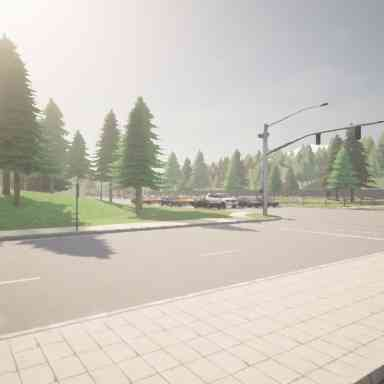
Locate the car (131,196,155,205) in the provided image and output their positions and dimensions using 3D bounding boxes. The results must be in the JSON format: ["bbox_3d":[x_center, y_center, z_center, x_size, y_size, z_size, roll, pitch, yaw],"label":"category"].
[{"bbox_3d":[-9.288,1.547,60.312,2.033,1.411,5.357,0,0,-36],"label":"car"}]

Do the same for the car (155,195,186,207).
[{"bbox_3d":[-3.420,1.505,51.930,1.837,1.490,4.892,0,0,-35],"label":"car"}]

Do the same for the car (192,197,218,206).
[{"bbox_3d":[2.170,1.601,56.162,1.895,1.301,4.718,0,0,-35],"label":"car"}]

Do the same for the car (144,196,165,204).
[{"bbox_3d":[-7.154,1.478,63.387,1.882,1.535,5.008,0,0,-35],"label":"car"}]

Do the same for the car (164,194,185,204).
[{"bbox_3d":[-3.402,1.352,64.142,2.097,1.767,4.553,0,0,-35],"label":"car"}]

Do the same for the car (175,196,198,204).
[{"bbox_3d":[-1.143,1.547,67.058,2.033,1.411,5.357,0,0,-34],"label":"car"}]

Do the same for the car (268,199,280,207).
[{"bbox_3d":[10.608,1.547,50.244,2.033,1.411,5.357,0,0,-35],"label":"car"}]

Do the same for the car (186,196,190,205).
[{"bbox_3d":[-1.489,1.478,55.273,1.882,1.535,5.008,0,0,-35],"label":"car"}]

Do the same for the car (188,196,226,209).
[{"bbox_3d":[1.937,1.601,44.308,1.895,1.301,4.718,0,0,-35],"label":"car"}]

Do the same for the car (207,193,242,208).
[{"bbox_3d":[4.124,1.221,47.298,2.150,2.045,5.566,0,0,-34],"label":"car"}]

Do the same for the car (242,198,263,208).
[{"bbox_3d":[7.682,1.547,48.315,2.033,1.411,5.357,0,0,-35],"label":"car"}]
